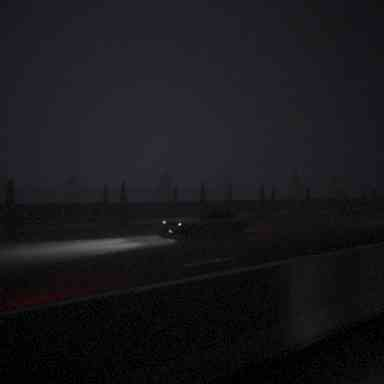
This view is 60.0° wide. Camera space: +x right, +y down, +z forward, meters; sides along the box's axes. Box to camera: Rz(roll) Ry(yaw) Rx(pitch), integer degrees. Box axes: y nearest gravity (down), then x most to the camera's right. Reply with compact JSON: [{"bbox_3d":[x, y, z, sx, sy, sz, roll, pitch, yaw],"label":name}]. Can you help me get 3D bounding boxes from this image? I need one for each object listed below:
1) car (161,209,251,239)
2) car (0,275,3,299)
[{"bbox_3d":[0.764,1.598,17.431,4.718,1.301,1.895,0,0,-35],"label":"car"},{"bbox_3d":[-5.367,1.493,4.463,4.902,1.511,2.128,0,0,-35],"label":"car"}]
